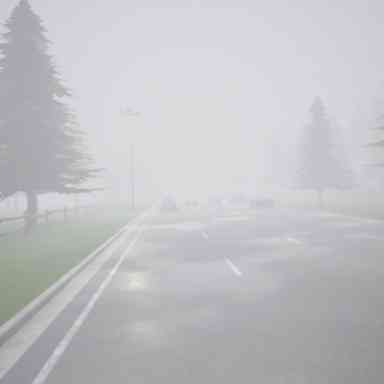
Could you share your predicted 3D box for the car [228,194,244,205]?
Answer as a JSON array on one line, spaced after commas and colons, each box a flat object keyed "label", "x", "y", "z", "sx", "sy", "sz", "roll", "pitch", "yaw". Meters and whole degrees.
[{"label": "car", "x": 6.857, "y": 1.069, "z": 50.822, "sx": 2.097, "sy": 1.767, "sz": 4.553, "roll": -2, "pitch": 0, "yaw": -4}]

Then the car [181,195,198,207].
[{"label": "car", "x": -0.156, "y": 1.578, "z": 50.987, "sx": 1.895, "sy": 1.301, "sz": 4.718, "roll": -2, "pitch": 0, "yaw": -4}]

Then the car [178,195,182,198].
[{"label": "car", "x": -3.469, "y": 1.629, "z": 94.838, "sx": 1.994, "sy": 1.385, "sz": 4.181, "roll": -2, "pitch": 0, "yaw": -4}]

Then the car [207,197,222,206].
[{"label": "car", "x": 3.387, "y": 1.394, "z": 50.408, "sx": 2.033, "sy": 1.411, "sz": 5.357, "roll": -2, "pitch": 0, "yaw": -4}]

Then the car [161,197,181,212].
[{"label": "car", "x": -2.747, "y": 1.643, "z": 39.979, "sx": 1.994, "sy": 1.385, "sz": 4.181, "roll": -2, "pitch": 0, "yaw": -4}]

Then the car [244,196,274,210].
[{"label": "car", "x": 7.894, "y": 1.164, "z": 38.358, "sx": 1.882, "sy": 1.535, "sz": 5.008, "roll": -2, "pitch": 0, "yaw": -4}]
